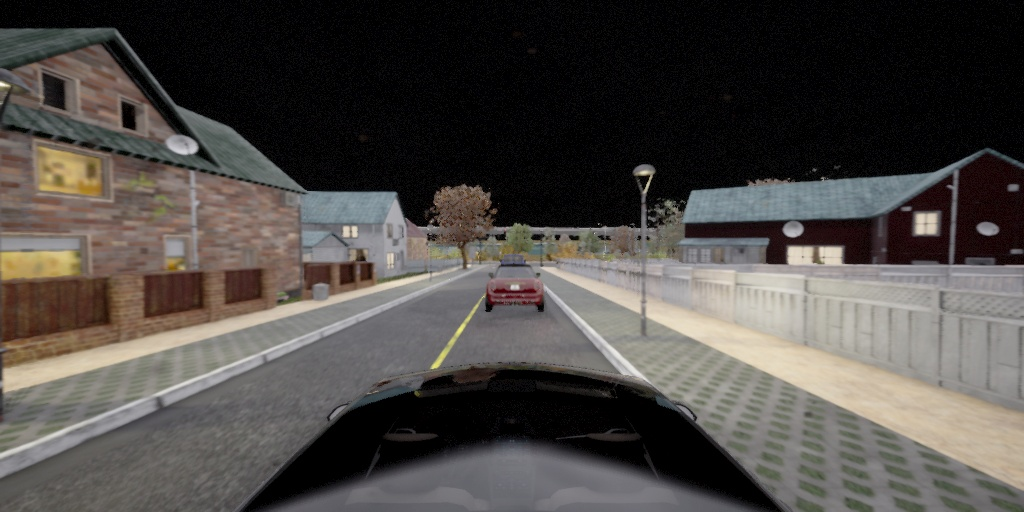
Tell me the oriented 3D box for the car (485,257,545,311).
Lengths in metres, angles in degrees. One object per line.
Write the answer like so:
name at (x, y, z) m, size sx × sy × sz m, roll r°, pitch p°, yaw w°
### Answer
car at (0.102, 1.062, 14.290) m, size 2.097 × 1.767 × 4.553 m, roll 0°, pitch 0°, yaw 0°

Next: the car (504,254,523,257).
car at (0.108, 0.883, 31.629) m, size 2.150 × 2.045 × 5.566 m, roll 0°, pitch 0°, yaw 0°
